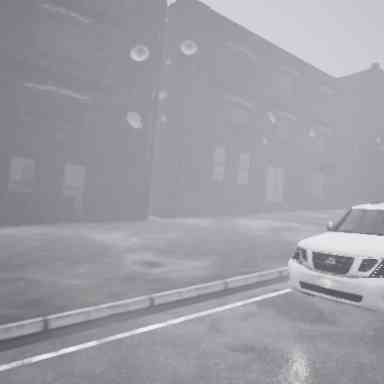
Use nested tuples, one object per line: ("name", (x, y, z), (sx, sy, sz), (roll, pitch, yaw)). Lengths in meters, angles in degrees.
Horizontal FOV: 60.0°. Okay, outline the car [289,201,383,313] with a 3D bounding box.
("car", (4.546, 1.242, 7.366), (5.566, 2.045, 2.150), (1, -1, -36))
